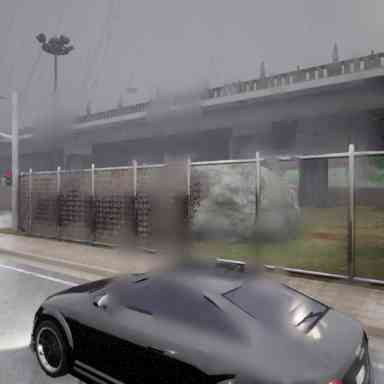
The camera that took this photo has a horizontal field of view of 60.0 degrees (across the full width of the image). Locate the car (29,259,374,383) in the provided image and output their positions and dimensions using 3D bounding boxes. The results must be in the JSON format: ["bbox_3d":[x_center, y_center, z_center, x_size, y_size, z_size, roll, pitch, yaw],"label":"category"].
[{"bbox_3d":[-0.146,1.564,4.094,4.181,1.385,1.994,0,0,36],"label":"car"}]

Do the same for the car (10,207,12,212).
[{"bbox_3d":[-15.513,1.277,34.198,2.150,2.045,5.566,0,0,35],"label":"car"}]
